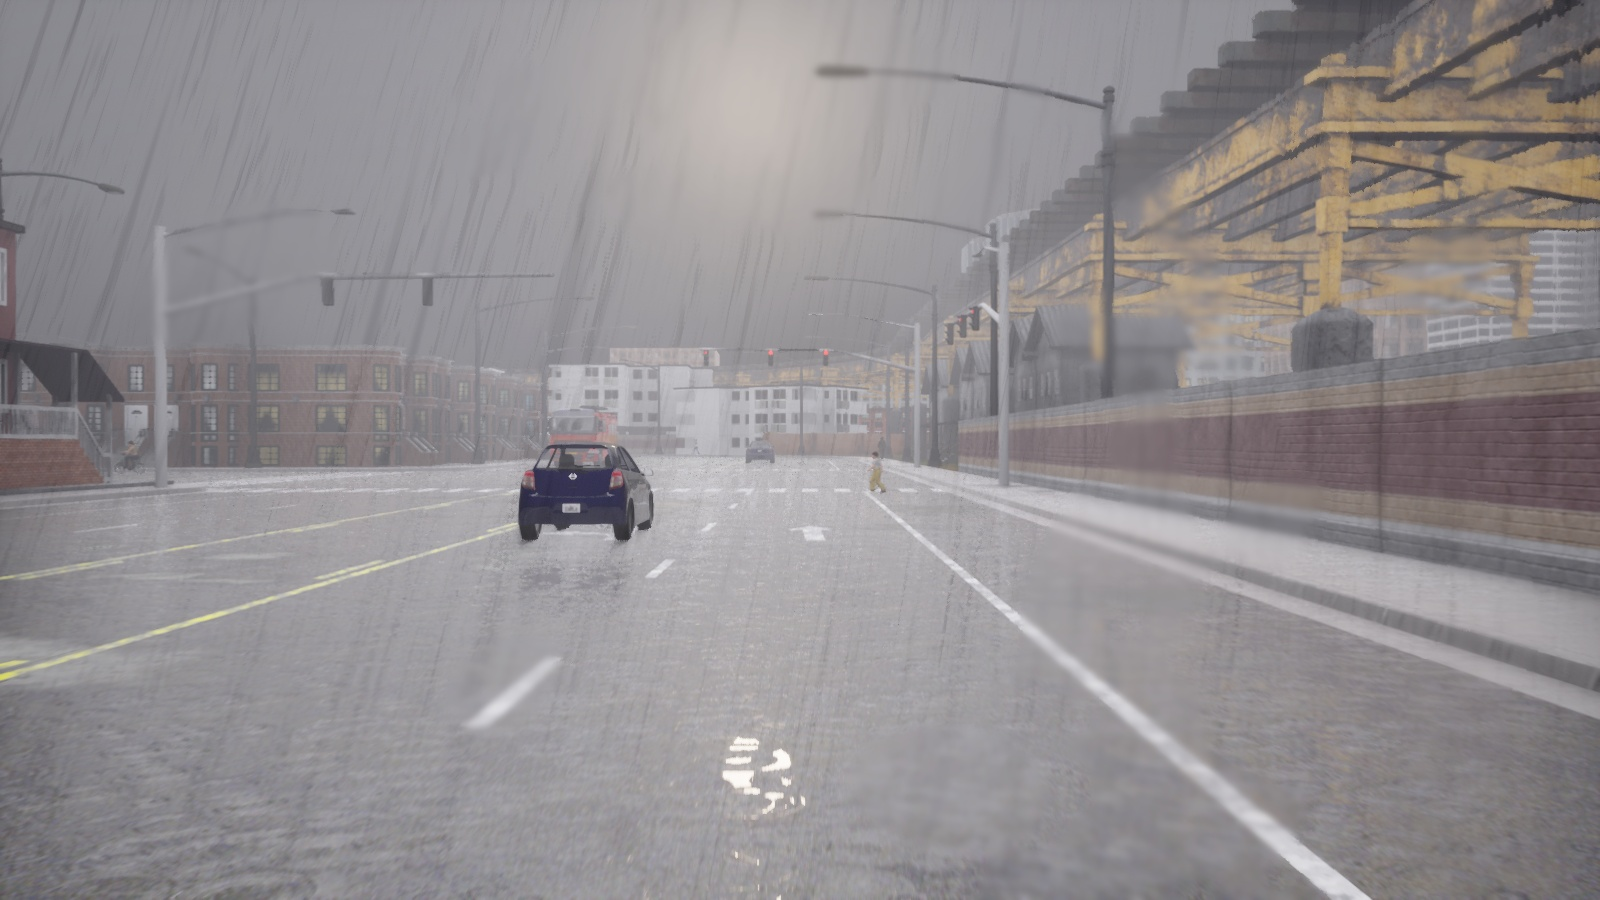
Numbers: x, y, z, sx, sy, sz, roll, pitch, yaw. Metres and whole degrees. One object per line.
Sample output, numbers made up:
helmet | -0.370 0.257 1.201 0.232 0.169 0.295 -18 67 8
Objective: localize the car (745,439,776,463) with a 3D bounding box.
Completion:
car | -2.941 0.073 94.210 2.097 1.767 4.553 0 0 0

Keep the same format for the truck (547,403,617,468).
truck | -13.531 -0.872 78.653 2.891 3.827 8.468 0 0 0

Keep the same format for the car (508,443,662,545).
car | -3.367 0.643 20.299 1.845 1.501 3.633 0 0 0

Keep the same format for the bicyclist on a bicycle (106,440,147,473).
bicyclist on a bicycle | -32.905 0.311 61.367 1.509 1.612 0.866 0 0 0

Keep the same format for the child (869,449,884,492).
child | 2.282 0.613 37.373 0.437 1.263 0.270 0 0 9
